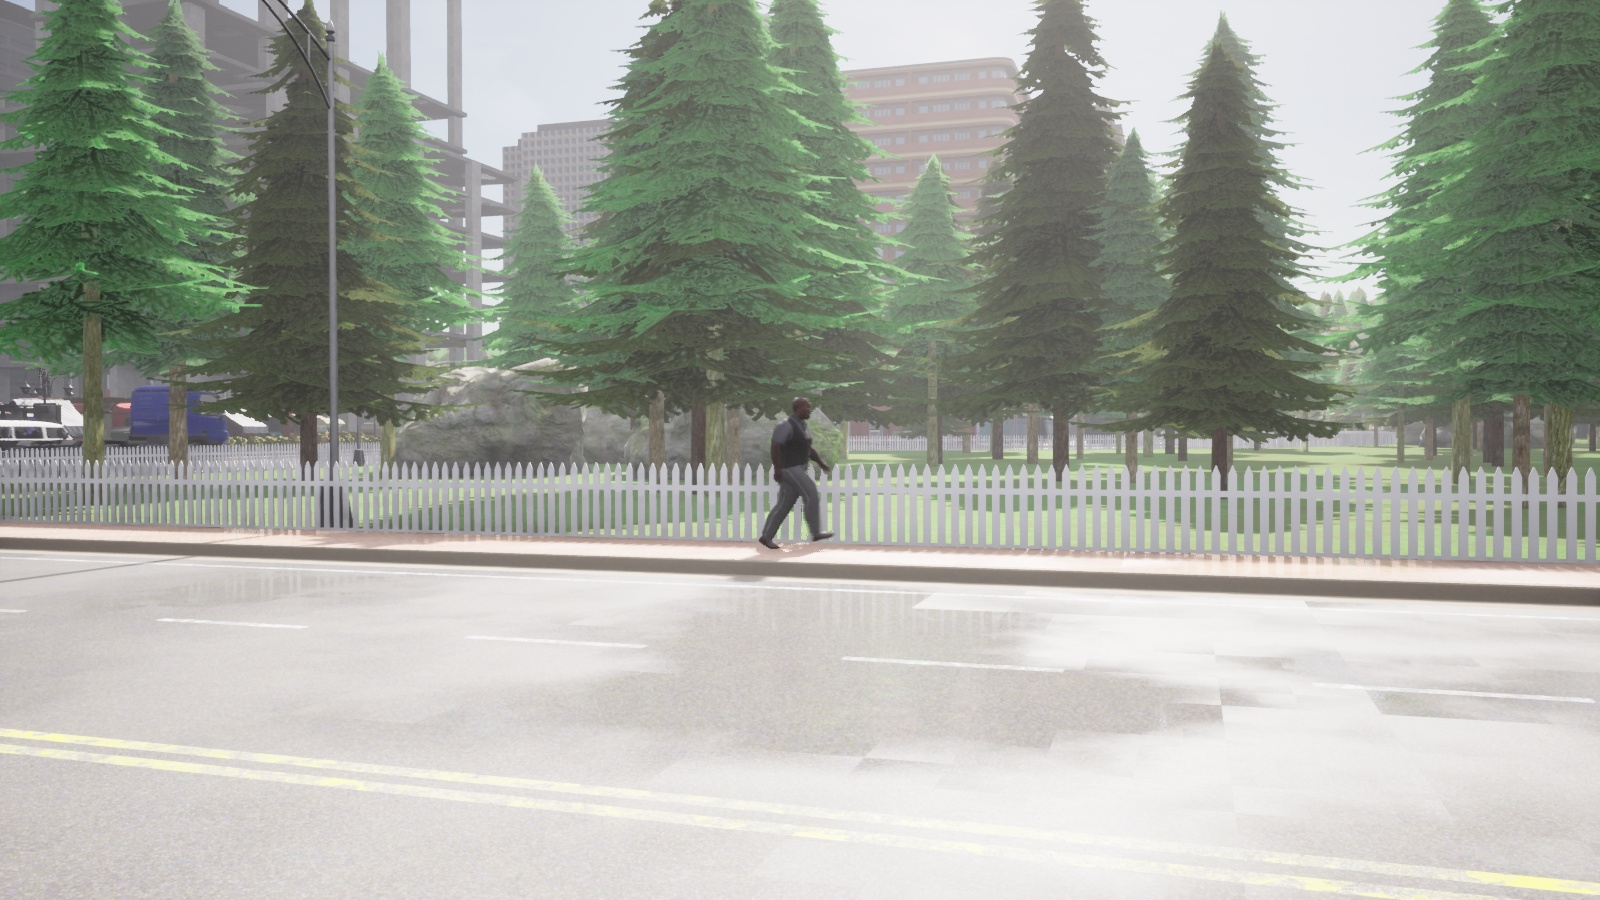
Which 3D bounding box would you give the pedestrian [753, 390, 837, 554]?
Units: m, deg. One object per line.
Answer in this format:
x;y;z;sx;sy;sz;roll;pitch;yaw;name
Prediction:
-0.051;0.247;14.863;0.849;1.883;0.563;1;1;19;pedestrian

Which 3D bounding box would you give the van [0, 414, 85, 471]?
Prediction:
-28.754;-0.290;45.732;2.069;2.038;4.480;0;1;17;van

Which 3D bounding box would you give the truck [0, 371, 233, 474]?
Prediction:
-24.939;-0.989;46.203;2.891;3.462;7.936;0;1;17;truck
